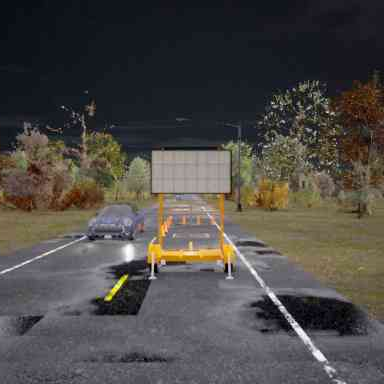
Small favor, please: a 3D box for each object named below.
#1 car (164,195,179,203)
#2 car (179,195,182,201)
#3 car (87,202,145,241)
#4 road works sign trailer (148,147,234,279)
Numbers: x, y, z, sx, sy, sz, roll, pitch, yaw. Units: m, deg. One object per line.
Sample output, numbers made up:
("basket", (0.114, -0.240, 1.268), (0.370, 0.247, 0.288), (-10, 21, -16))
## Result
("car", (-3.734, 1.600, 57.865), (1.895, 1.301, 4.718), (0, 0, 0))
("car", (-3.729, 1.531, 87.333), (1.812, 1.442, 4.674), (0, 0, 0))
("car", (-3.643, 1.350, 16.644), (2.097, 1.767, 4.553), (0, 0, 0))
("road works sign trailer", (-0.026, 0.463, 9.993), (2.380, 3.560, 2.880), (0, 0, 0))
